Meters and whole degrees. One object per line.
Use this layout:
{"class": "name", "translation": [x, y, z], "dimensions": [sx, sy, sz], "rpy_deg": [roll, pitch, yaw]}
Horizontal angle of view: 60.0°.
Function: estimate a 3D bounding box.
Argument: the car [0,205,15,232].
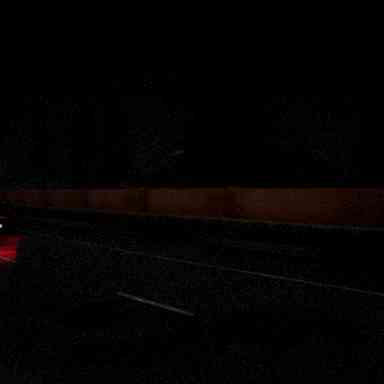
{"class": "car", "translation": [-11.405, 1.443, 18.400], "dimensions": [4.892, 1.490, 1.837], "rpy_deg": [0, 0, 44]}
